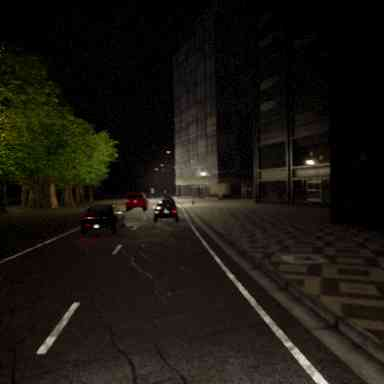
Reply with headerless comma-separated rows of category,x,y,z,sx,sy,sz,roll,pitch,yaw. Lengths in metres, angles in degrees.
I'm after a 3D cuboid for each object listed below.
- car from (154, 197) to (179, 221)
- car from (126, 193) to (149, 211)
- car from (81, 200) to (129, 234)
car,-1.978,1.420,25.774,2.033,1.411,5.357,-1,0,-3
car,-6.221,1.105,37.899,2.150,2.045,5.566,-1,0,-4
car,-5.042,1.480,19.272,1.837,1.490,4.892,-1,0,-4
